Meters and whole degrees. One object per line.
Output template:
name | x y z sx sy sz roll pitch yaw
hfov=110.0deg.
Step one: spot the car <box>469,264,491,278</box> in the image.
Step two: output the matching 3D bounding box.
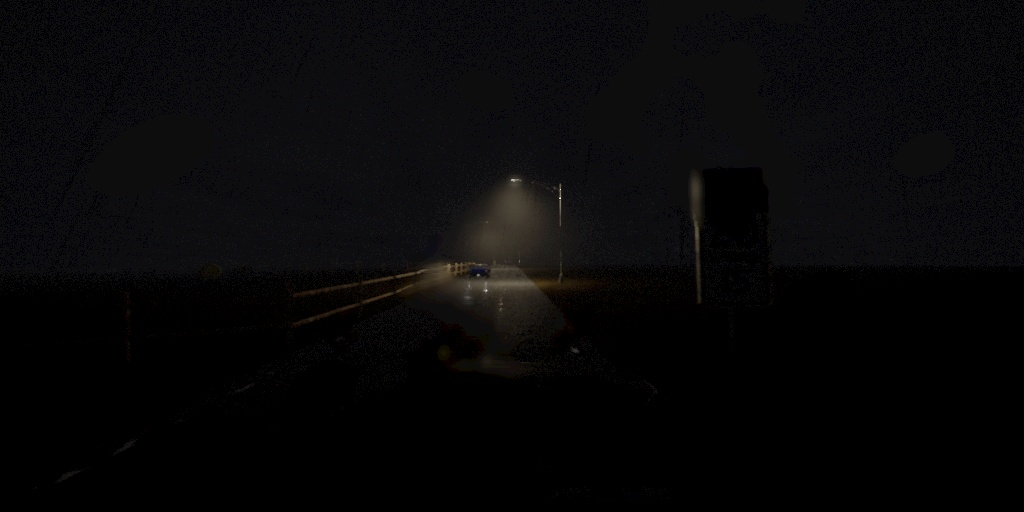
car | -3.070 1.426 34.735 1.895 1.301 4.718 0 0 -1
